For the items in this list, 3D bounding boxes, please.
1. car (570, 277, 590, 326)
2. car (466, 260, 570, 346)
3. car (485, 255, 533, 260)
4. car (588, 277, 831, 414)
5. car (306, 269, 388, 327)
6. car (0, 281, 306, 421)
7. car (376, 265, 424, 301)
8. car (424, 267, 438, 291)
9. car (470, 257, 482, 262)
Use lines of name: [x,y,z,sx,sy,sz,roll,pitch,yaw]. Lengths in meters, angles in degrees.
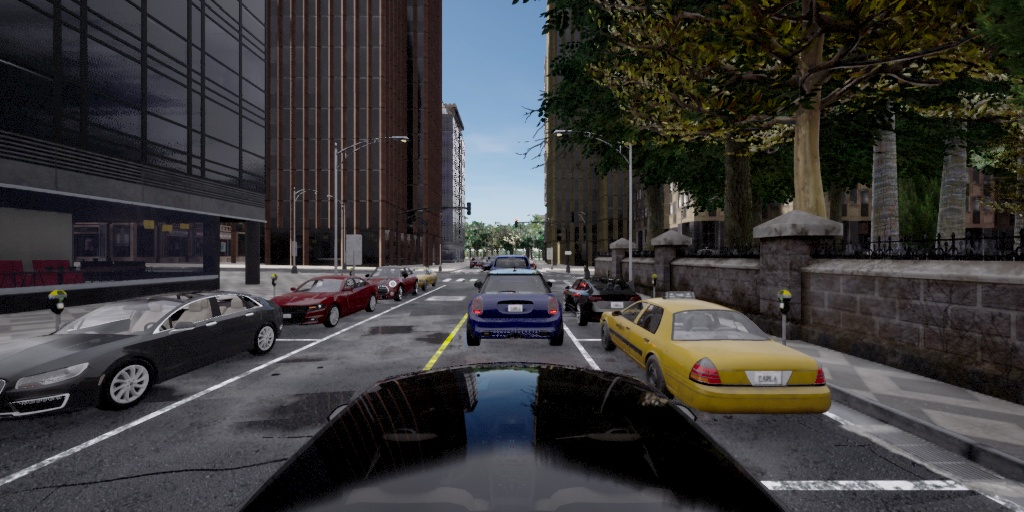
car: [2.748,1.316,11.457,1.948,1.339,4.313,0,0,0]
car: [0.041,1.102,9.560,2.097,1.767,4.553,0,0,-1]
car: [-0.021,0.972,18.995,2.150,2.045,5.566,0,0,0]
car: [2.756,1.275,6.170,1.751,1.417,4.829,0,0,0]
car: [-5.777,1.295,11.442,1.888,1.381,4.507,0,0,0]
car: [-5.769,1.300,5.985,2.007,1.370,4.403,0,0,0]
car: [-5.786,1.190,16.899,1.967,1.591,4.097,0,0,0]
car: [-5.793,1.277,22.186,1.751,1.417,4.829,0,0,0]
car: [-5.849,1.078,59.764,2.192,1.841,5.009,0,0,0]
